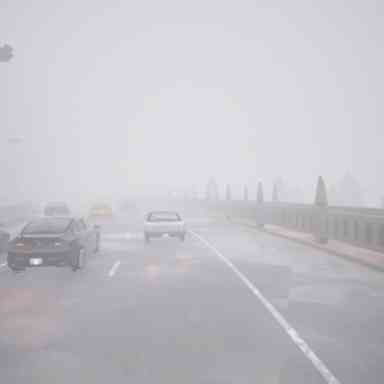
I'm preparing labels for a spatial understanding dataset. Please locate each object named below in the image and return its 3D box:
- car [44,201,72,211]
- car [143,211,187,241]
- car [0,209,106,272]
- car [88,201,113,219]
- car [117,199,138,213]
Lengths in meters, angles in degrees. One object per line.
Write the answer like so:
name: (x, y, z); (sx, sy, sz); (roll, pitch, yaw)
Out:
car: (-11.588, 1.527, 28.879); (1.882, 1.535, 5.008); (0, 0, -17)
car: (-1.497, 1.609, 16.754); (1.895, 1.301, 4.718); (0, 0, -9)
car: (-4.237, 1.523, 10.901); (1.837, 1.490, 4.892); (0, 0, -6)
car: (-8.023, 1.513, 29.184); (1.882, 1.535, 5.008); (0, 0, -17)
car: (-7.454, 1.539, 38.204); (1.837, 1.490, 4.892); (0, 0, -21)
